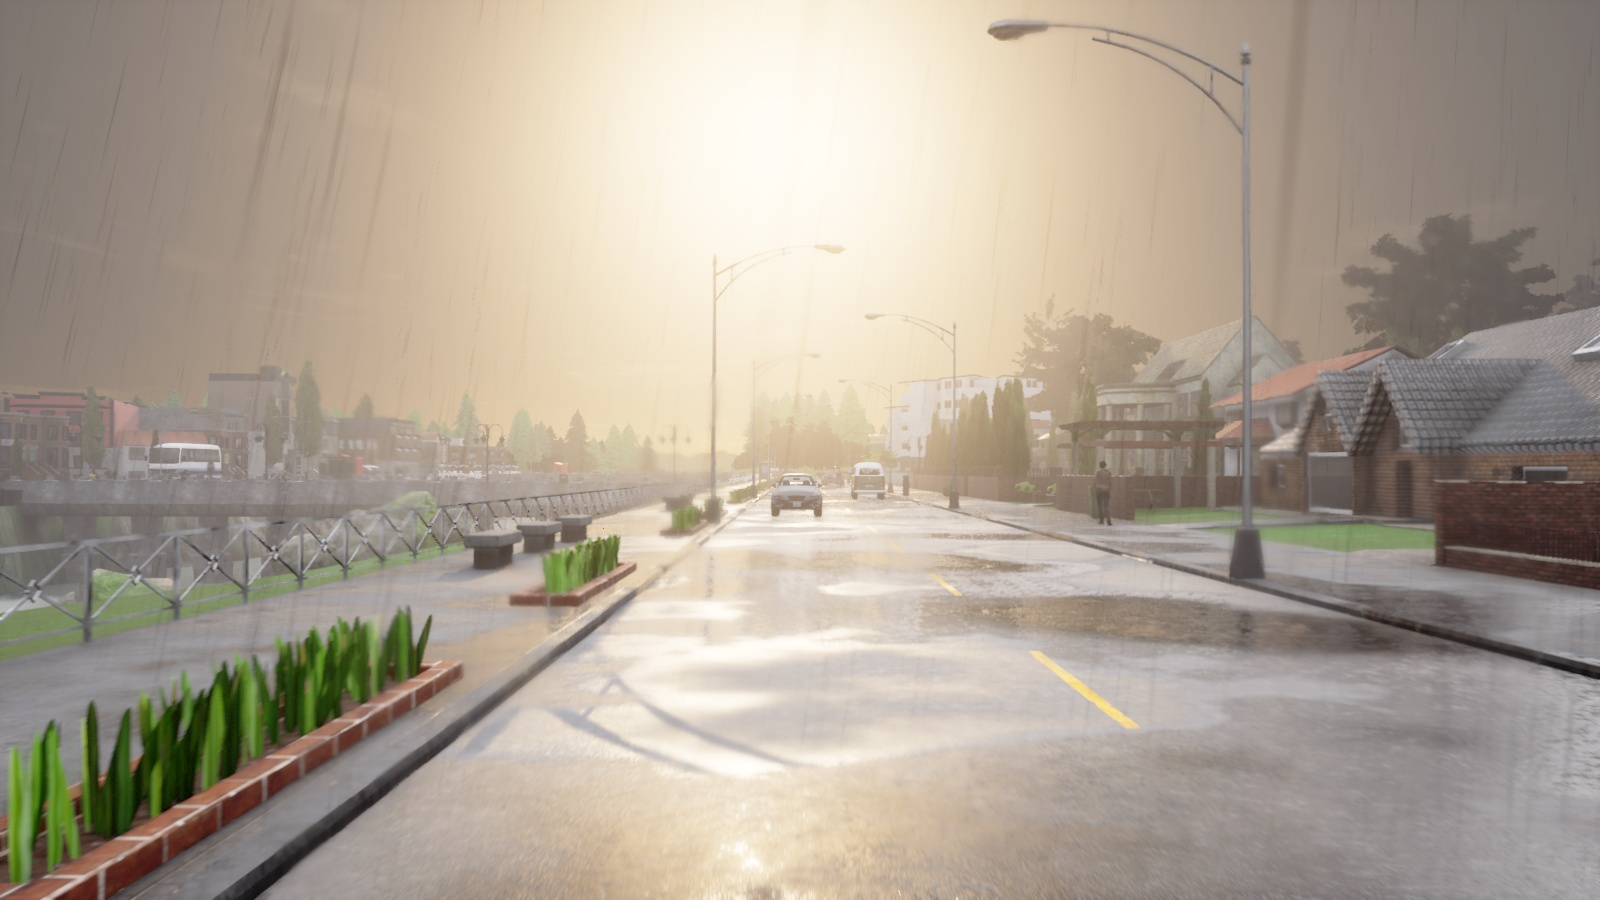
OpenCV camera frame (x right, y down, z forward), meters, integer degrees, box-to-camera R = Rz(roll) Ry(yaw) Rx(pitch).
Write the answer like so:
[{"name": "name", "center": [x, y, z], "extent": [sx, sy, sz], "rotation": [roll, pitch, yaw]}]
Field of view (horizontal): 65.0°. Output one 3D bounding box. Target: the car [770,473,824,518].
[{"name": "car", "center": [-0.104, 1.568, 44.138], "extent": [1.816, 1.474, 4.193], "rotation": [0, -1, 0]}]

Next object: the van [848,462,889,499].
[{"name": "van", "center": [3.832, 1.714, 71.154], "extent": [2.069, 2.038, 4.480], "rotation": [0, -1, 0]}]

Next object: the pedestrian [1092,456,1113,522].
[{"name": "pedestrian", "center": [8.359, 1.072, 34.717], "extent": [0.328, 1.805, 0.869], "rotation": [0, -1, -3]}]
